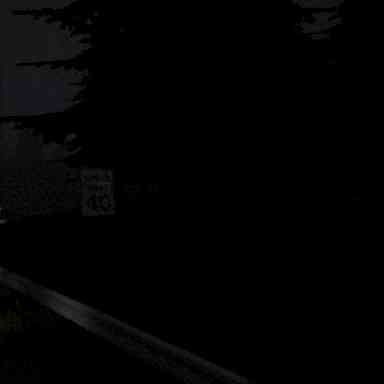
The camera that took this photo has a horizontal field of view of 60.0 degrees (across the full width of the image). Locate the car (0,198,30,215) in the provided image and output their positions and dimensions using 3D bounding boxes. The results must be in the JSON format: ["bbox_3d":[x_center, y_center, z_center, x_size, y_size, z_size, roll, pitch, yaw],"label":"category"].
[{"bbox_3d":[-15.786,1.310,28.040,2.097,1.767,4.553,-4,1,4],"label":"car"}]

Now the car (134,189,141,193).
[{"bbox_3d":[-10.712,0.073,68.464,2.128,1.511,4.902,-4,1,3],"label":"car"}]
